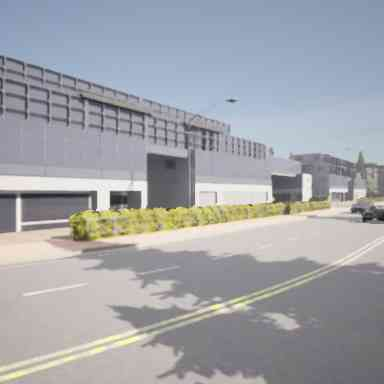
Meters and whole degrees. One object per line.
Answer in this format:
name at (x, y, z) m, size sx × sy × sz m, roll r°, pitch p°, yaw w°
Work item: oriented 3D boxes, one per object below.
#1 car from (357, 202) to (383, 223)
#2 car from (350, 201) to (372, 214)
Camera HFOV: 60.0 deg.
car at (14.630, 1.698, 25.853) m, size 1.895 × 1.301 × 4.718 m, roll -1°, pitch -1°, yaw 39°
car at (19.270, 1.697, 37.154) m, size 2.033 × 1.411 × 5.357 m, roll -1°, pitch -1°, yaw 39°
